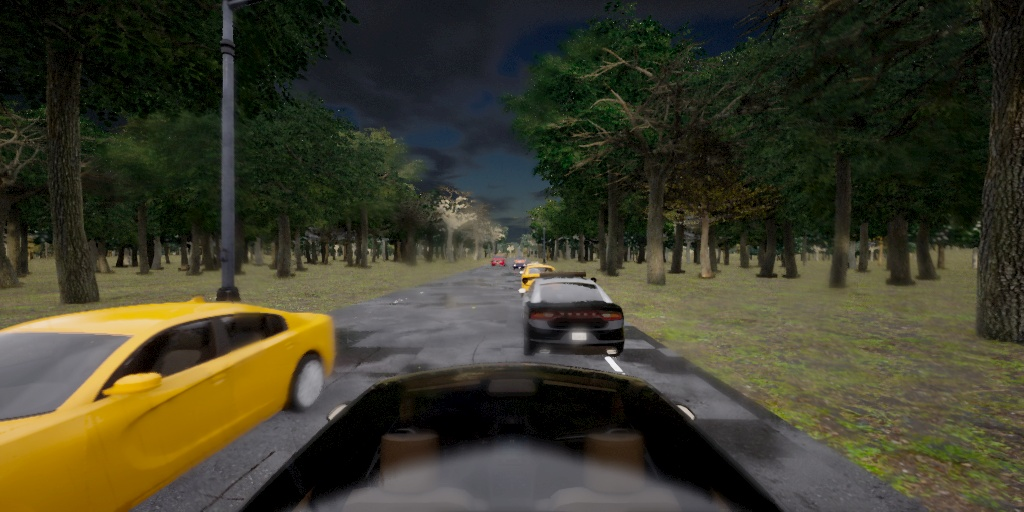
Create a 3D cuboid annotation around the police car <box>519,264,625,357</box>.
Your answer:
[{"bbox_3d":[1.209,1.170,8.719,1.930,1.638,5.238,0,0,1],"label":"police car"}]

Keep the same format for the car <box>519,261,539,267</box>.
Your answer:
[{"bbox_3d":[1.432,1.207,18.609,1.882,1.535,5.008,0,0,1],"label":"car"}]

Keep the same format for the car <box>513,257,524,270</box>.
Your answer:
[{"bbox_3d":[1.091,1.227,48.582,1.895,1.301,4.718,0,0,2],"label":"car"}]

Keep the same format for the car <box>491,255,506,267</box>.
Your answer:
[{"bbox_3d":[-2.205,0.793,59.169,2.150,2.045,5.566,0,0,1],"label":"car"}]

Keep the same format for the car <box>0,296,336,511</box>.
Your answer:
[{"bbox_3d":[-3.567,1.227,3.224,1.882,1.535,5.008,0,0,1],"label":"car"}]

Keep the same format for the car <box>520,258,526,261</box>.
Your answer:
[{"bbox_3d":[1.571,1.171,24.797,1.801,1.575,5.366,0,0,1],"label":"car"}]
